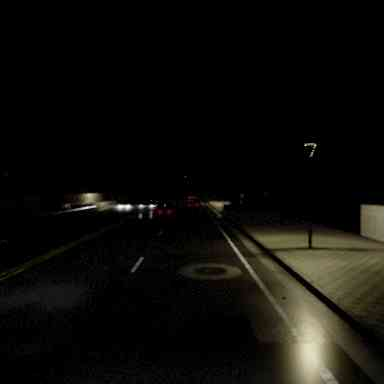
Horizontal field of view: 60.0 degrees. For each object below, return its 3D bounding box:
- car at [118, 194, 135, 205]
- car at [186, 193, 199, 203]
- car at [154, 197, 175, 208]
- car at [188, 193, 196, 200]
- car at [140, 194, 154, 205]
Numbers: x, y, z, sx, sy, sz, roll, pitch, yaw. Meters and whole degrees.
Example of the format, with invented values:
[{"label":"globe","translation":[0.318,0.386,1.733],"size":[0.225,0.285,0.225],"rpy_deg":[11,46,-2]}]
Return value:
[{"label":"car","translation":[-9.806,1.095,50.044],"size":[2.128,1.511,4.902],"rpy_deg":[0,0,0]},{"label":"car","translation":[0.106,1.050,55.461],"size":[2.128,1.511,4.902],"rpy_deg":[0,0,0]},{"label":"car","translation":[-3.145,1.271,41.141],"size":[1.895,1.301,4.718],"rpy_deg":[0,0,0]},{"label":"car","translation":[0.008,0.973,70.085],"size":[1.812,1.442,4.674],"rpy_deg":[0,0,0]},{"label":"car","translation":[-6.559,1.112,49.623],"size":[1.837,1.490,4.892],"rpy_deg":[0,0,0]}]
